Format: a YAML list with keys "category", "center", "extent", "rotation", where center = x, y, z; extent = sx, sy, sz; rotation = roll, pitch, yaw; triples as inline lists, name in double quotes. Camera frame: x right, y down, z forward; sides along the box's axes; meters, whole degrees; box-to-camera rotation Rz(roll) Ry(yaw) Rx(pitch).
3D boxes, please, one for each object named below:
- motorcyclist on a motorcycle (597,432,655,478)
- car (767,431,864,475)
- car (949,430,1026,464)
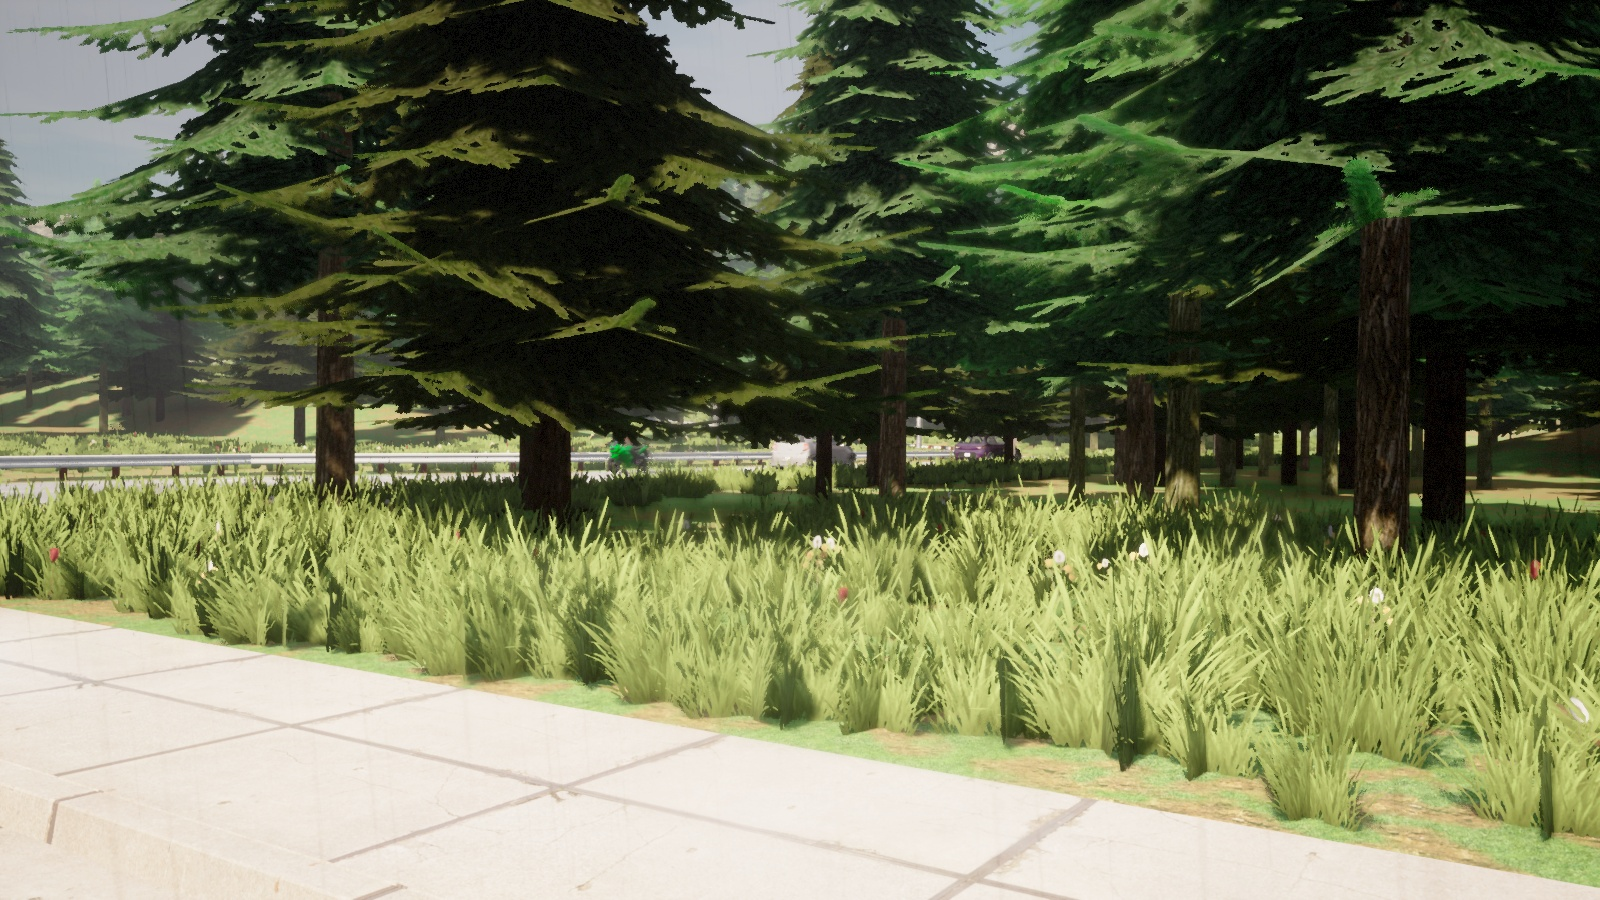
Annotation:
- category: "motorcyclist on a motorcycle"
  center: [-5.880, 0.157, 42.615]
  extent: [0.797, 1.523, 2.044]
  rotation: [0, 1, 33]
- category: "car"
  center: [0.607, 0.083, 46.051]
  extent: [1.845, 1.501, 3.633]
  rotation: [0, 1, 34]
- category: "car"
  center: [8.648, -0.149, 57.729]
  extent: [1.816, 1.474, 4.193]
  rotation: [0, 1, 35]
